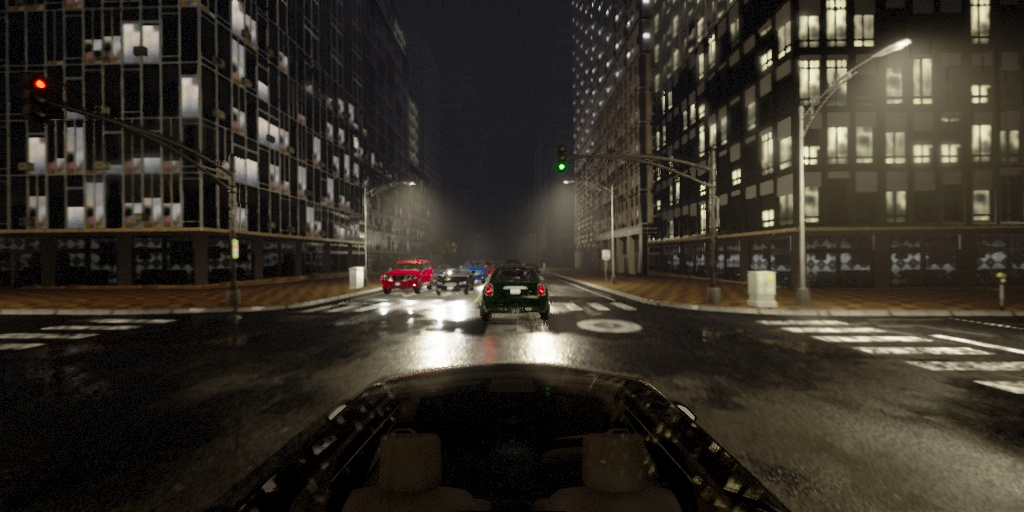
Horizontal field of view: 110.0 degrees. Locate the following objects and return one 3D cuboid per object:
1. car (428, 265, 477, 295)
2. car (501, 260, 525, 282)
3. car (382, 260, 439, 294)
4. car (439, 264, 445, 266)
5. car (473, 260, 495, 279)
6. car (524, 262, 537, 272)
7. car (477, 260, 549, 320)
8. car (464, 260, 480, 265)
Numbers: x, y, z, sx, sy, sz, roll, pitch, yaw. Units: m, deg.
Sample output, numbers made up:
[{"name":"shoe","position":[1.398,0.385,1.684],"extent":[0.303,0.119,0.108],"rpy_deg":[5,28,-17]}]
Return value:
[{"name":"car","position":[-3.363,1.513,21.935],"extent":[2.128,1.511,4.902],"rpy_deg":[-1,-1,0]},{"name":"car","position":[0.075,1.422,35.906],"extent":[2.150,2.045,5.566],"rpy_deg":[-1,-1,0]},{"name":"car","position":[-6.620,1.298,23.470],"extent":[2.150,2.045,5.566],"rpy_deg":[-1,-1,0]},{"name":"car","position":[-6.587,1.575,33.064],"extent":[2.097,1.767,4.553],"rpy_deg":[-1,-1,0]},{"name":"car","position":[-3.281,1.560,42.801],"extent":[2.150,2.045,5.566],"rpy_deg":[-1,-1,0]},{"name":"car","position":[3.211,1.927,62.902],"extent":[2.097,1.767,4.553],"rpy_deg":[-1,-1,0]},{"name":"car","position":[0.097,1.153,12.907],"extent":[2.097,1.767,4.553],"rpy_deg":[0,-2,0]},{"name":"car","position":[-3.350,1.398,32.102],"extent":[2.150,2.045,5.566],"rpy_deg":[-1,-1,0]}]
